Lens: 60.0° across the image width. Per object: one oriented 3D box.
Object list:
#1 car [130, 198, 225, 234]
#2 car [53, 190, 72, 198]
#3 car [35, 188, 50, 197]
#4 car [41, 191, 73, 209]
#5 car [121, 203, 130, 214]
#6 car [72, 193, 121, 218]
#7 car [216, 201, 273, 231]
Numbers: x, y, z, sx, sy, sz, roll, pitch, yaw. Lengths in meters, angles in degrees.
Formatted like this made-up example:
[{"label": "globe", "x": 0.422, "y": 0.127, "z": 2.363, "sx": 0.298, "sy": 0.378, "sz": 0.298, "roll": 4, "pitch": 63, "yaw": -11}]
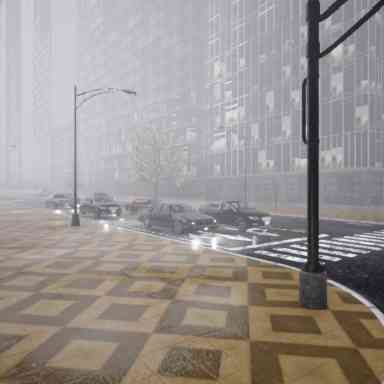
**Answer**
[{"label": "car", "x": -0.974, "y": 1.292, "z": 17.688, "sx": 2.033, "sy": 1.411, "sz": 5.357, "roll": 0, "pitch": 1, "yaw": -38}, {"label": "car", "x": -25.378, "y": 0.316, "z": 65.041, "sx": 2.033, "sy": 1.411, "sz": 5.357, "roll": 0, "pitch": 1, "yaw": -38}, {"label": "car", "x": -28.478, "y": 0.110, "z": 63.731, "sx": 2.097, "sy": 1.767, "sz": 4.553, "roll": 0, "pitch": 1, "yaw": -38}, {"label": "car", "x": -13.382, "y": 0.902, "z": 33.531, "sx": 1.812, "sy": 1.442, "sz": 4.674, "roll": 0, "pitch": 1, "yaw": -38}, {"label": "car", "x": -3.416, "y": 1.193, "z": 26.063, "sx": 1.895, "sy": 1.301, "sz": 4.718, "roll": 0, "pitch": 1, "yaw": -38}, {"label": "car", "x": -7.049, "y": 1.056, "z": 25.428, "sx": 2.128, "sy": 1.511, "sz": 4.902, "roll": 0, "pitch": 1, "yaw": -38}, {"label": "car", "x": 2.309, "y": 1.254, "z": 18.772, "sx": 2.128, "sy": 1.511, "sz": 4.902, "roll": 0, "pitch": 1, "yaw": -38}]
